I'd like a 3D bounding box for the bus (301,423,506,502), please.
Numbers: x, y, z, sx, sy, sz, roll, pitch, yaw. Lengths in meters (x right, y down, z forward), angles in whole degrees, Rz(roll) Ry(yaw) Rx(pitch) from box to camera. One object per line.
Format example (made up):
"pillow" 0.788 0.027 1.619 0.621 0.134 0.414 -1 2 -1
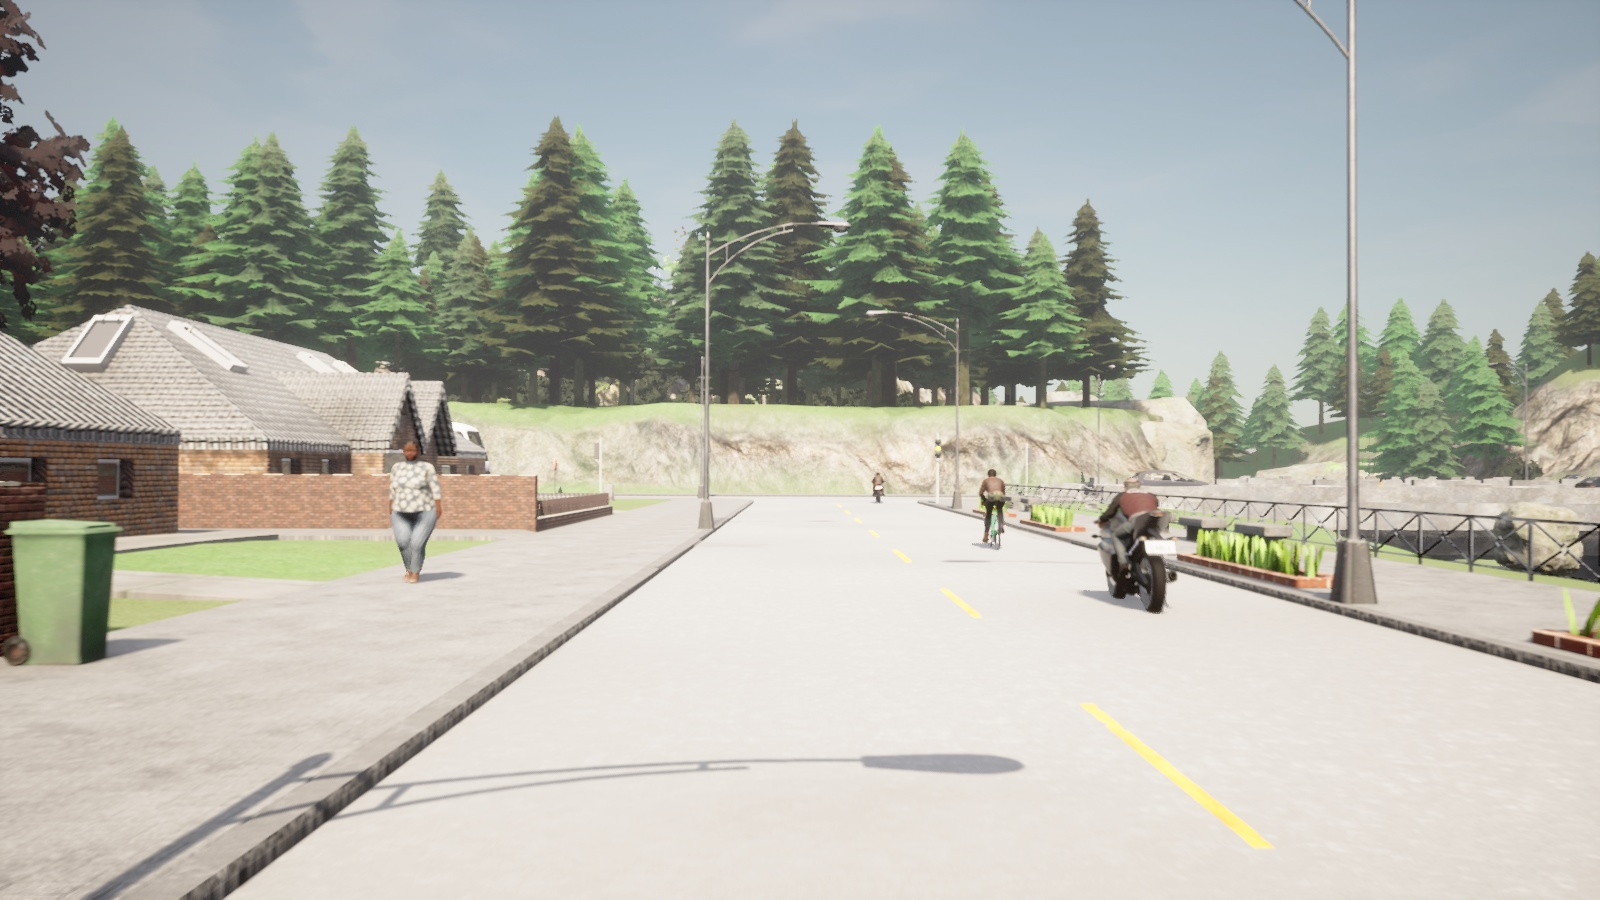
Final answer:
"bus" -22.099 0.707 70.542 10.273 4.253 3.944 0 -1 0

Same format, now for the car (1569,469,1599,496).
"car" 45.933 1.828 70.672 4.193 1.474 1.816 0 -1 0

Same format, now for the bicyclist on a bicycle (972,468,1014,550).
"bicyclist on a bicycle" 3.940 1.182 25.690 0.582 1.620 1.656 0 -1 0

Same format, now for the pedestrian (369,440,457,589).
"pedestrian" -4.946 0.814 16.104 0.874 1.855 0.900 0 -1 -2

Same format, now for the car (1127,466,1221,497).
"car" 20.990 1.757 70.628 4.611 1.667 2.242 0 -1 0

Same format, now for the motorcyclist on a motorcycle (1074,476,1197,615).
"motorcyclist on a motorcycle" 3.965 1.085 15.030 0.866 1.530 2.191 0 -1 0
